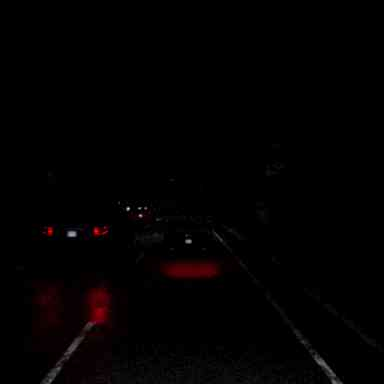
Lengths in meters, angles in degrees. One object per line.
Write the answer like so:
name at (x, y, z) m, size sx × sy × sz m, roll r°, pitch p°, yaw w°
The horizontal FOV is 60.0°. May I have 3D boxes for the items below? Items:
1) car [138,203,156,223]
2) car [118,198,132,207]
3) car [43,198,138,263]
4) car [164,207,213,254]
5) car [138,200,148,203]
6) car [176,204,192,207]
car at (-4.179, 1.878, 28.496) m, size 1.994 × 1.385 × 4.181 m, roll 0°, pitch -1°, yaw -2°
car at (-13.115, 2.070, 65.407) m, size 2.097 × 1.767 × 4.553 m, roll 0°, pitch -1°, yaw -3°
car at (-3.638, 1.365, 12.631) m, size 2.150 × 2.045 × 5.566 m, roll 0°, pitch 0°, yaw -1°
car at (-0.171, 1.636, 14.387) m, size 1.882 × 1.535 × 5.008 m, roll 0°, pitch 0°, yaw -1°
car at (-9.613, 2.276, 65.334) m, size 1.994 × 1.385 × 4.181 m, roll 0°, pitch -1°, yaw -3°
car at (-0.687, 1.809, 28.731) m, size 2.128 × 1.511 × 4.902 m, roll 0°, pitch 0°, yaw -2°
